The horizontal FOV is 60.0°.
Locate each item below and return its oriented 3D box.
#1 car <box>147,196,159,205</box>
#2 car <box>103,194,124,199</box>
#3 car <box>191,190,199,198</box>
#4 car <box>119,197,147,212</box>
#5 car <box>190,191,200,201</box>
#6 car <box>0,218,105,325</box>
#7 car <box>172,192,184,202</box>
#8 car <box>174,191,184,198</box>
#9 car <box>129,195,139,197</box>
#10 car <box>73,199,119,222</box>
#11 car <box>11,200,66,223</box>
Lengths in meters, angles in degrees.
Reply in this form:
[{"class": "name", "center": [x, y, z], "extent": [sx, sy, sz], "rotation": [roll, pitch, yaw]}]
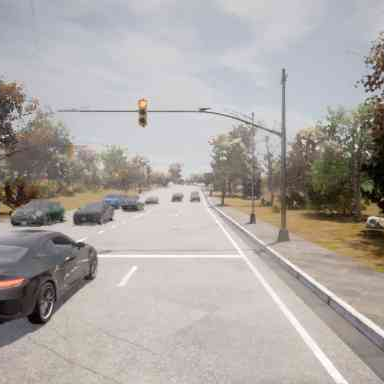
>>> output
[{"class": "car", "center": [-6.612, 1.446, 55.743], "extent": [1.994, 1.385, 4.181], "rotation": [0, 2, 1]}, {"class": "car", "center": [-10.242, 1.225, 43.428], "extent": [2.150, 2.045, 5.566], "rotation": [0, 0, 0]}, {"class": "car", "center": [0.654, 0.493, 74.498], "extent": [1.812, 1.442, 4.674], "rotation": [0, 3, 1]}, {"class": "car", "center": [-6.787, 1.601, 38.631], "extent": [1.895, 1.301, 4.718], "rotation": [0, 0, 1]}, {"class": "car", "center": [0.655, 1.079, 64.625], "extent": [1.895, 1.301, 4.718], "rotation": [0, 3, 1]}, {"class": "car", "center": [-3.400, 1.526, 7.007], "extent": [1.812, 1.442, 4.674], "rotation": [0, 0, -1]}, {"class": "car", "center": [-2.851, 1.010, 64.148], "extent": [1.837, 1.490, 4.892], "rotation": [0, 3, 1]}, {"class": "car", "center": [-2.853, 0.588, 74.082], "extent": [1.895, 1.301, 4.718], "rotation": [0, 3, 1]}, {"class": "car", "center": [-10.090, 1.319, 57.703], "extent": [1.837, 1.490, 4.892], "rotation": [0, 2, 1]}, {"class": "car", "center": [-6.925, 1.477, 23.876], "extent": [1.882, 1.535, 5.008], "rotation": [0, 0, 1]}, {"class": "car", "center": [-10.433, 1.351, 22.921], "extent": [2.097, 1.767, 4.553], "rotation": [0, 0, 1]}]
